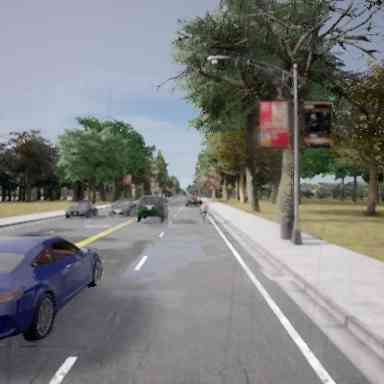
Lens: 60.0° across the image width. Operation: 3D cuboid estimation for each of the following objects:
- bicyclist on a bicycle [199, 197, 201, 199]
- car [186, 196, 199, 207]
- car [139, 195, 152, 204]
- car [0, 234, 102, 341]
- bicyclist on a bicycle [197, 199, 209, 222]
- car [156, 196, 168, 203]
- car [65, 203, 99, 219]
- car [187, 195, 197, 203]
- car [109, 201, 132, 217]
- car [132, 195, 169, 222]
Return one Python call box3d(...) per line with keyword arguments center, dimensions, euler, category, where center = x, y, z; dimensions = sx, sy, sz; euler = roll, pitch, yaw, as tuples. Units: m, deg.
box3d(center=(0.874, 1.478, 37.177), dimensions=(0.659, 1.776, 1.843), euler=(0, 0, 0), category="bicyclist on a bicycle")
box3d(center=(0.051, 1.505, 55.044), dimensions=(2.097, 1.767, 4.553), euler=(0, 0, 0), category="car")
box3d(center=(-9.782, 1.521, 70.703), dimensions=(2.097, 1.767, 4.553), euler=(0, 0, 0), category="car")
box3d(center=(-3.155, 1.546, 6.414), dimensions=(1.812, 1.442, 4.674), euler=(0, 0, 0), category="car")
box3d(center=(0.887, 1.511, 25.096), dimensions=(0.866, 1.612, 1.509), euler=(0, 0, 0), category="bicyclist on a bicycle")
box3d(center=(-6.533, 1.693, 72.485), dimensions=(2.033, 1.411, 5.357), euler=(0, 0, 0), category="car")
box3d(center=(-9.858, 1.652, 29.988), dimensions=(1.994, 1.385, 4.181), euler=(0, 0, 0), category="car")
box3d(center=(-0.034, 1.570, 74.433), dimensions=(2.097, 1.767, 4.553), euler=(0, 0, 0), category="car")
box3d(center=(-6.607, 1.585, 32.081), dimensions=(2.128, 1.511, 4.902), euler=(0, 0, 0), category="car")
box3d(center=(-3.175, 1.303, 27.388), dimensions=(2.150, 2.045, 5.566), euler=(0, 0, 0), category="car")
